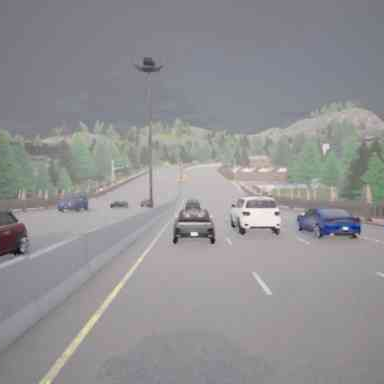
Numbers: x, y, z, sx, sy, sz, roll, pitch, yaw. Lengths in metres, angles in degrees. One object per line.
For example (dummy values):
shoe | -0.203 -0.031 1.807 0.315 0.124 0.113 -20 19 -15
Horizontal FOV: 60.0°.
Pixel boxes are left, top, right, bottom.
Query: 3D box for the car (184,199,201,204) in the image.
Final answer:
car | 0.084 1.630 40.460 1.837 1.490 4.892 0 0 0

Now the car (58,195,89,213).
car | -14.082 1.348 39.885 2.150 2.045 5.566 0 0 0

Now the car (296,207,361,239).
car | 7.095 1.543 17.831 1.882 1.535 5.008 0 0 0

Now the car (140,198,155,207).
car | -7.051 1.678 53.107 2.033 1.411 5.357 0 1 1

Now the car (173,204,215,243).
car | 0.095 1.552 16.340 2.128 1.511 4.902 0 0 0

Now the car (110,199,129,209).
car | -10.560 1.747 48.385 1.895 1.301 4.718 0 0 1

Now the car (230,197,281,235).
car | 3.593 1.291 19.624 2.150 2.045 5.566 0 0 0

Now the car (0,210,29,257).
car | -7.099 1.395 10.424 2.097 1.767 4.553 0 0 0
